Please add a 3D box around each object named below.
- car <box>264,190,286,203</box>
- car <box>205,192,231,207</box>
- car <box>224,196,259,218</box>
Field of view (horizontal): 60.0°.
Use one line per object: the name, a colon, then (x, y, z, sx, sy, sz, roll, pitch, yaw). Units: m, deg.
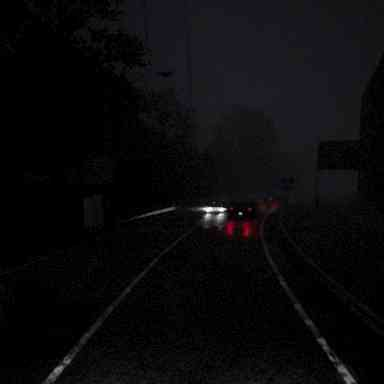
car: (9.997, 0.497, 39.948, 1.812, 1.442, 4.674, 3, 3, 26)
car: (2.776, 0.725, 32.711, 1.994, 1.385, 4.181, 2, 3, 21)
car: (3.886, 1.121, 24.602, 1.895, 1.301, 4.718, 2, 2, 16)
